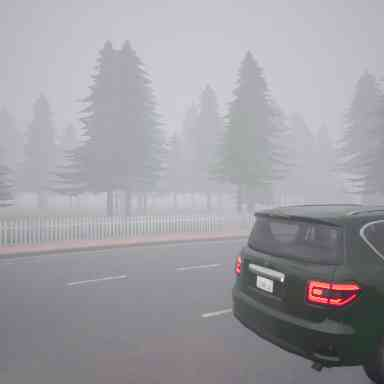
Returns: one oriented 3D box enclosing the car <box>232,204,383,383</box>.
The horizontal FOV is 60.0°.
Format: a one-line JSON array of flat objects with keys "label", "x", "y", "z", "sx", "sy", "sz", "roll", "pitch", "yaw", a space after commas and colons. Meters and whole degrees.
[{"label": "car", "x": 3.275, "y": 1.222, "z": 5.331, "sx": 5.566, "sy": 2.045, "sz": 2.150, "roll": 0, "pitch": 0, "yaw": -27}]
